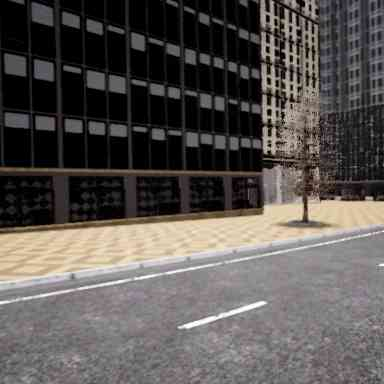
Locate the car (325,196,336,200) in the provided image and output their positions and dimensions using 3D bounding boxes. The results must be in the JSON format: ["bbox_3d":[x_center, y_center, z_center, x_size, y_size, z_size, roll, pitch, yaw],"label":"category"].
[{"bbox_3d":[25.620,0.980,64.426,1.947,1.339,4.313,-1,1,-39],"label":"car"}]

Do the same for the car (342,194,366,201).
[{"bbox_3d":[29.117,1.031,59.946,1.802,1.307,4.206,-1,1,-39],"label":"car"}]

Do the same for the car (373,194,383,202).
[{"bbox_3d":[32.647,1.048,55.489,1.947,1.339,4.313,-1,1,-39],"label":"car"}]
